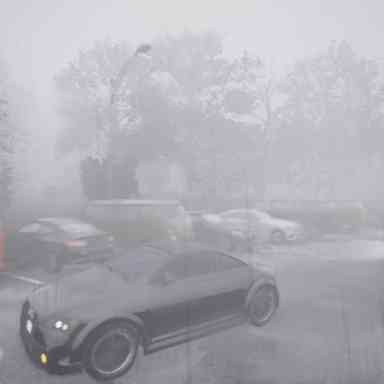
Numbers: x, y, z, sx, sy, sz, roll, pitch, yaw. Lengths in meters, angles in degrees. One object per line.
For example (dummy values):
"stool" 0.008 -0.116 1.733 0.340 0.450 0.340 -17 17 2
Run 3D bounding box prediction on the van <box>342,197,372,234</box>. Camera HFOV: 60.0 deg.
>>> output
"van" 7.695 1.267 18.943 4.442 1.987 1.878 -1 -1 34

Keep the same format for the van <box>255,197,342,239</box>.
"van" 5.101 1.266 17.356 4.442 1.987 1.878 -1 -1 34

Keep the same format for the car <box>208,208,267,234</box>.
"car" 0.410 1.525 13.872 4.674 1.452 2.002 -1 -1 34

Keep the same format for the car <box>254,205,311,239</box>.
"car" 2.805 1.526 15.587 4.674 1.452 2.002 -1 -1 34

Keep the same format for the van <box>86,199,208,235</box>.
"van" -1.889 1.257 12.099 4.442 1.987 1.878 -1 -1 34

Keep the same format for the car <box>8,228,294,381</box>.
"car" -0.488 1.562 5.485 4.181 1.385 1.994 0 0 -36

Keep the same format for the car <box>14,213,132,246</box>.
"car" -4.382 1.524 10.441 4.674 1.452 2.002 -1 0 34

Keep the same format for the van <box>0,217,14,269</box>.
"van" -6.877 1.262 8.801 4.442 1.987 1.878 -1 0 34
